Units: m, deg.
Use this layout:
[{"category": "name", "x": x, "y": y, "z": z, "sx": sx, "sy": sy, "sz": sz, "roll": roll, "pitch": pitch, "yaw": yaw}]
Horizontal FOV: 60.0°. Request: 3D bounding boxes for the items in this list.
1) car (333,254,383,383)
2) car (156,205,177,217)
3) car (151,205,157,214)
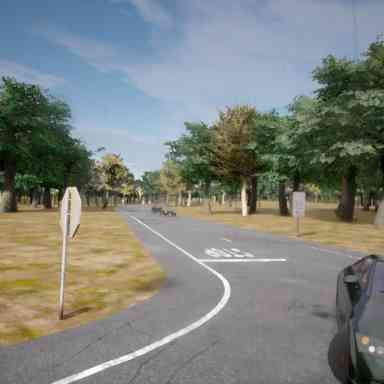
[{"category": "car", "x": 3.150, "y": 1.644, "z": 4.680, "sx": 1.994, "sy": 1.385, "sz": 4.181, "roll": 1, "pitch": -1, "yaw": 22}, {"category": "car", "x": -3.551, "y": 2.854, "z": 48.067, "sx": 1.895, "sy": 1.301, "sz": 4.718, "roll": 3, "pitch": -2, "yaw": -14}, {"category": "car", "x": -5.829, "y": 2.966, "z": 56.908, "sx": 1.882, "sy": 1.535, "sz": 5.008, "roll": 3, "pitch": -2, "yaw": -14}]
